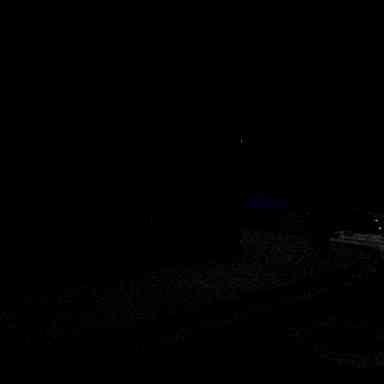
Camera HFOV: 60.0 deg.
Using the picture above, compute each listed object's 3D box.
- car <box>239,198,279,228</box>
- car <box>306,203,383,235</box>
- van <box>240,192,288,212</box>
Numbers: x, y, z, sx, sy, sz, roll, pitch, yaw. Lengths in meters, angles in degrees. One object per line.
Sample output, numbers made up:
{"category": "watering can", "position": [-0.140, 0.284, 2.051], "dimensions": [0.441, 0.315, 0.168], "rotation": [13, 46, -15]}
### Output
{"category": "car", "position": [2.673, 1.273, 20.032], "dimensions": [1.887, 1.381, 4.507], "rotation": [-1, 1, -35]}
{"category": "car", "position": [8.083, 1.301, 17.268], "dimensions": [1.994, 1.385, 4.181], "rotation": [-1, 1, -35]}
{"category": "van", "position": [6.504, 0.866, 29.439], "dimensions": [1.690, 1.788, 3.998], "rotation": [-1, 1, -35]}
